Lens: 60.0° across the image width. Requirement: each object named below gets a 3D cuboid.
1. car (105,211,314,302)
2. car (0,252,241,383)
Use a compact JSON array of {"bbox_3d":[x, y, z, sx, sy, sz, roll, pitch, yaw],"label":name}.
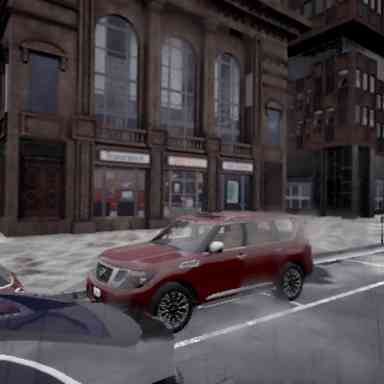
[{"bbox_3d":[0.474,1.368,6.979,5.009,1.841,2.192,1,0,-35],"label":"car"},{"bbox_3d":[-2.295,1.479,1.743,4.902,1.511,2.128,1,-1,-35],"label":"car"}]
